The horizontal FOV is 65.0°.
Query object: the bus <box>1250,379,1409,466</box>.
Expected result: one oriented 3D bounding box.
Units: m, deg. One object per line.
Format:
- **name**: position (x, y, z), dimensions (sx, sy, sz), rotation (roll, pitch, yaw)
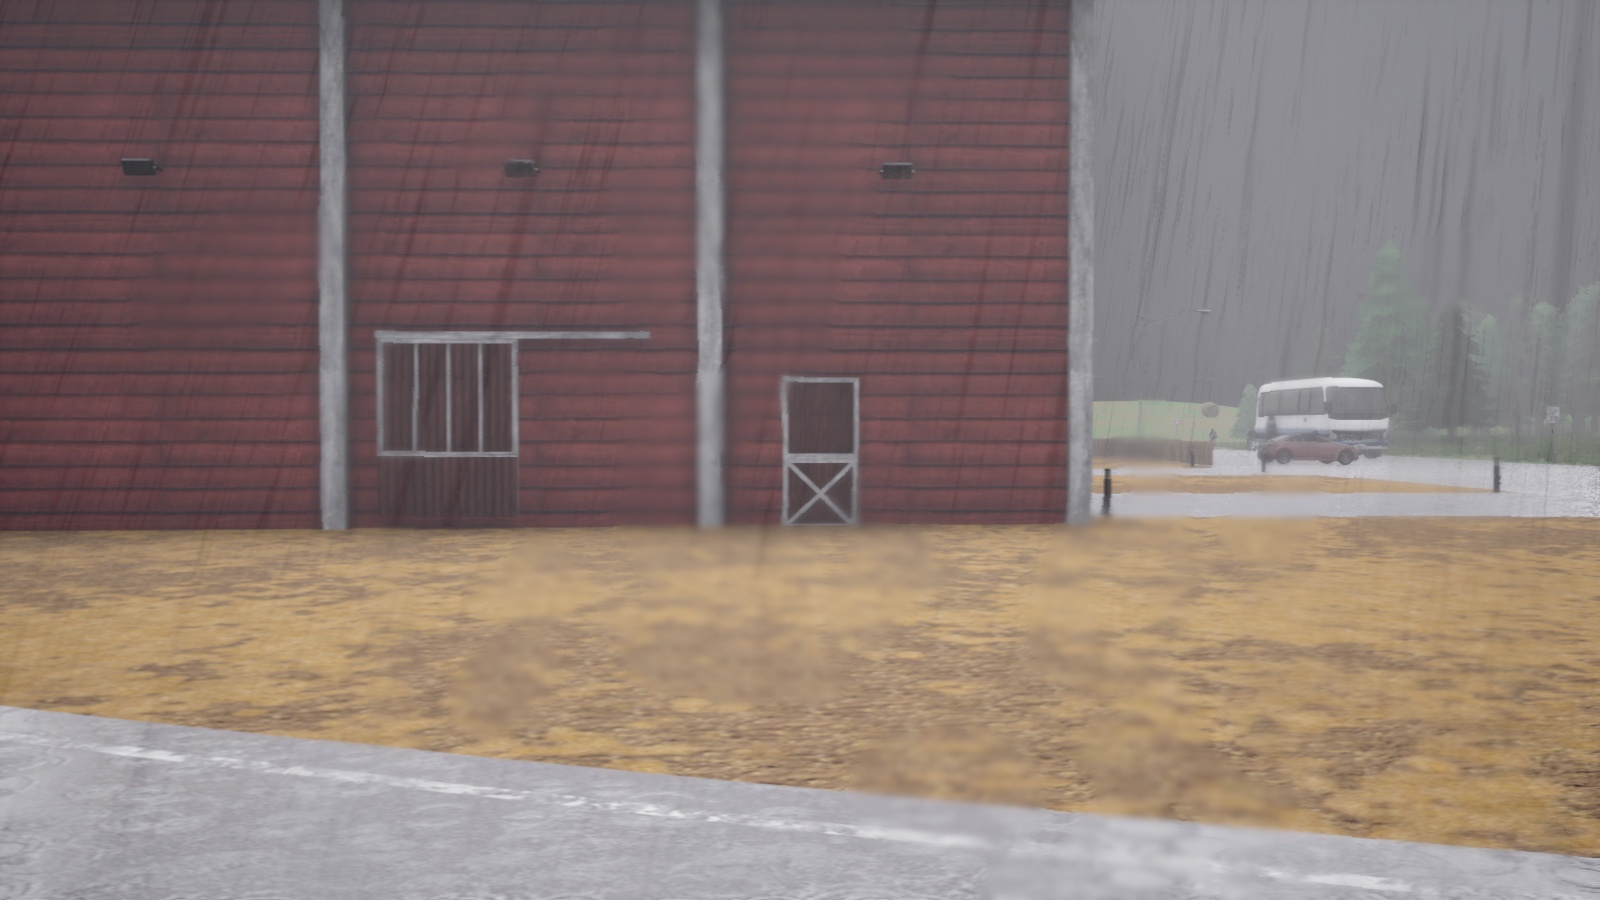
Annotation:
- **bus**: position (27.994, -1.448, 67.118), dimensions (3.944, 4.253, 10.273), rotation (0, 1, -1)
